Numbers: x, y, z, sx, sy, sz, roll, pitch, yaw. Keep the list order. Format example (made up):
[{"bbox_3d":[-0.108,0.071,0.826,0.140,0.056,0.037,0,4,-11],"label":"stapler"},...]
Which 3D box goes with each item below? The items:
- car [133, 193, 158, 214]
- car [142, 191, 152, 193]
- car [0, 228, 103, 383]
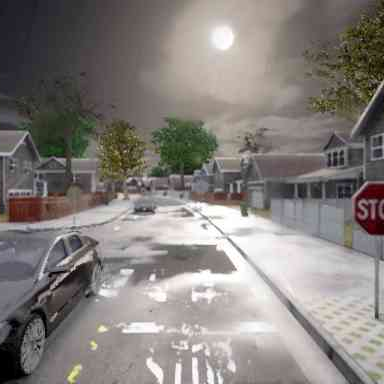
[{"bbox_3d":[-4.150,1.163,29.797,1.837,1.490,4.892,0,1,-5],"label":"car"},{"bbox_3d":[-7.543,0.518,55.704,2.097,1.767,4.553,0,1,-10],"label":"car"},{"bbox_3d":[-2.834,1.424,5.459,2.128,1.511,4.902,0,1,-1],"label":"car"}]
